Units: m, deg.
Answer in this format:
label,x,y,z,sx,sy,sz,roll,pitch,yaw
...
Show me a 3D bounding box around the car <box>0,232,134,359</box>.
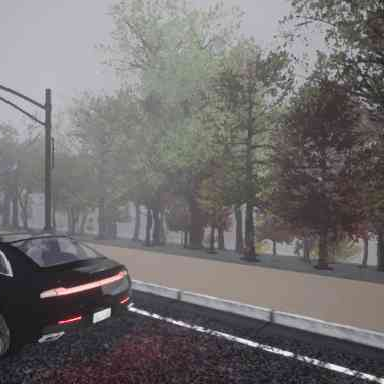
label,x,y,z,sx,sy,sz,roll,pitch,yaw
car,-3.236,1.491,5.989,4.902,1.511,2.128,0,0,35
